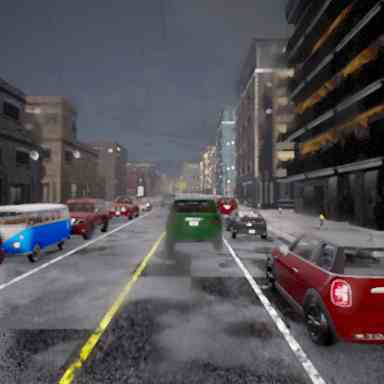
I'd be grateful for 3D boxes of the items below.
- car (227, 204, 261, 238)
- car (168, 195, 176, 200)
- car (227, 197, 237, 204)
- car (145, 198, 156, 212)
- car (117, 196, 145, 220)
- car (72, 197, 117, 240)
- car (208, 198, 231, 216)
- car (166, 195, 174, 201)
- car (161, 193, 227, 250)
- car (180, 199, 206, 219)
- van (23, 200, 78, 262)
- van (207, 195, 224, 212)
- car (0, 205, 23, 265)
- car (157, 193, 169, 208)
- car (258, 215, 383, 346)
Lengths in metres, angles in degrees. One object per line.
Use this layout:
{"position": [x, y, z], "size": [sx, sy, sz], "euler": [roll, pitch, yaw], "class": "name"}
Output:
{"position": [2.704, 1.542, 17.152], "size": [2.008, 1.369, 4.403], "euler": [1, 0, 0], "class": "car"}
{"position": [-5.676, 1.486, 93.240], "size": [1.887, 1.381, 4.507], "euler": [1, 0, 0], "class": "car"}
{"position": [2.708, 1.300, 27.967], "size": [2.192, 1.841, 5.009], "euler": [1, 0, 0], "class": "car"}
{"position": [-5.674, 1.418, 38.789], "size": [1.967, 1.590, 4.097], "euler": [1, 0, 0], "class": "car"}
{"position": [-5.672, 1.300, 27.974], "size": [2.192, 1.841, 5.009], "euler": [1, 0, 0], "class": "car"}
{"position": [-5.672, 1.307, 17.160], "size": [2.192, 1.841, 5.009], "euler": [1, 0, 0], "class": "car"}
{"position": [2.705, 1.421, 33.374], "size": [1.967, 1.590, 4.097], "euler": [1, 0, 0], "class": "car"}
{"position": [-5.752, 1.490, 87.559], "size": [1.887, 1.381, 4.507], "euler": [1, 0, 0], "class": "car"}
{"position": [0.083, 1.213, 14.371], "size": [2.150, 2.045, 5.566], "euler": [0, 0, 0], "class": "car"}
{"position": [0.084, 1.475, 30.399], "size": [2.128, 1.511, 4.902], "euler": [0, 0, 0], "class": "car"}
{"position": [-5.673, 1.336, 11.753], "size": [1.690, 1.788, 3.998], "euler": [1, 0, 0], "class": "van"}
{"position": [2.708, 1.319, 38.781], "size": [1.690, 1.788, 3.998], "euler": [1, 0, 0], "class": "van"}
{"position": [-5.672, 1.313, 6.345], "size": [2.192, 1.841, 5.009], "euler": [1, 0, 0], "class": "car"}
{"position": [-3.085, 1.194, 45.905], "size": [2.150, 2.045, 5.566], "euler": [0, 0, 0], "class": "car"}
{"position": [2.705, 1.437, 6.339], "size": [1.967, 1.590, 4.097], "euler": [1, 0, 0], "class": "car"}
